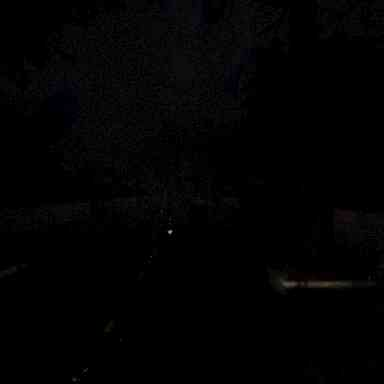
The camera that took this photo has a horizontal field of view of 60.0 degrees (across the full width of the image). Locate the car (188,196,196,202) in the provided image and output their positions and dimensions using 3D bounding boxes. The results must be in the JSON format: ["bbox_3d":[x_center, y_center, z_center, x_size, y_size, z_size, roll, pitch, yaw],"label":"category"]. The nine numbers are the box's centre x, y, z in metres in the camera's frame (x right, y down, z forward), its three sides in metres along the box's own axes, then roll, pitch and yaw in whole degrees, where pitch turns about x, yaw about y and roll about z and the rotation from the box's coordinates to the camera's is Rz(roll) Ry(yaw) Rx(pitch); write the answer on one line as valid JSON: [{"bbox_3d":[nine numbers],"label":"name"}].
[{"bbox_3d":[-0.018,1.807,87.459,1.994,1.385,4.181,0,0,0],"label":"car"}]

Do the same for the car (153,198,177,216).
[{"bbox_3d":[-2.852,1.582,34.112,1.837,1.490,4.892,0,0,0],"label":"car"}]

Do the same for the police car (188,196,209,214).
[{"bbox_3d":[0.817,1.515,37.207,1.930,1.638,5.238,0,0,0],"label":"police car"}]

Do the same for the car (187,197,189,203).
[{"bbox_3d":[-0.015,1.674,71.795,1.994,1.385,4.181,0,0,0],"label":"car"}]

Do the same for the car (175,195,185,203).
[{"bbox_3d":[-2.766,1.527,75.425,2.097,1.767,4.553,0,0,0],"label":"car"}]

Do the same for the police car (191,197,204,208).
[{"bbox_3d":[0.814,1.583,53.215,1.930,1.638,5.238,0,0,0],"label":"police car"}]

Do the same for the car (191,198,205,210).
[{"bbox_3d":[0.815,1.654,47.101,1.812,1.442,4.674,0,0,0],"label":"car"}]
